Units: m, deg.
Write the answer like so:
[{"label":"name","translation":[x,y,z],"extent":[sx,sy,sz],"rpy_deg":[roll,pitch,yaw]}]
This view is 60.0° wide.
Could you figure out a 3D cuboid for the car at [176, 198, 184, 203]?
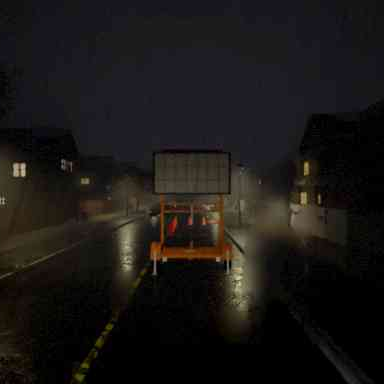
[{"label":"car","translation":[-2.738,2.033,71.567],"extent":[1.895,1.301,4.718],"rpy_deg":[0,-1,0]}]

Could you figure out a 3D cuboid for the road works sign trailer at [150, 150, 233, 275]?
[{"label":"road works sign trailer","translation":[-0.002,0.481,10.454],"extent":[2.380,3.560,2.880],"rpy_deg":[0,0,1]}]

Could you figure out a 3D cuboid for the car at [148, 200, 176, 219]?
[{"label":"car","translation":[-2.846,1.647,30.905],"extent":[2.033,1.411,5.357],"rpy_deg":[0,0,0]}]
